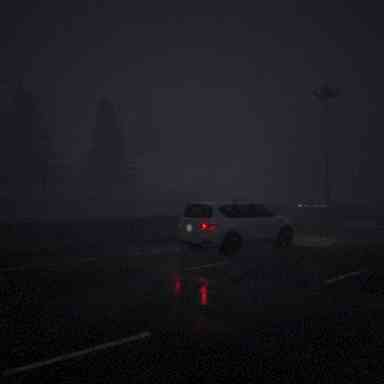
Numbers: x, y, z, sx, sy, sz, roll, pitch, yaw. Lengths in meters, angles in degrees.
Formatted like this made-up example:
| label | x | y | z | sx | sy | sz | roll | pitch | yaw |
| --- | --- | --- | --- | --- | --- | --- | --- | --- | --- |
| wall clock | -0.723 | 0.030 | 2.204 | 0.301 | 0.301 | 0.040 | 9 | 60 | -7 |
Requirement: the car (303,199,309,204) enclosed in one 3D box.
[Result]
| label | x | y | z | sx | sy | sz | roll | pitch | yaw |
| --- | --- | --- | --- | --- | --- | --- | --- | --- | --- |
| car | 27.489 | 2.336 | 81.108 | 1.895 | 1.301 | 4.718 | -1 | -1 | 23 |

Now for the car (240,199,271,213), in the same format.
| label | x | y | z | sx | sy | sz | roll | pitch | yaw |
| --- | --- | --- | --- | --- | --- | --- | --- | --- | --- |
| car | 8.630 | 1.834 | 44.871 | 2.097 | 1.767 | 4.553 | -1 | -1 | 41 |

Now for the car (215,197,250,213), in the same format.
| label | x | y | z | sx | sy | sz | roll | pitch | yaw |
| --- | --- | --- | --- | --- | --- | --- | --- | --- | --- |
| car | 5.772 | 1.751 | 46.872 | 2.150 | 2.045 | 5.566 | -1 | -1 | 42 |

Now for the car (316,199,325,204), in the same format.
| label | x | y | z | sx | sy | sz | roll | pitch | yaw |
| --- | --- | --- | --- | --- | --- | --- | --- | --- | --- |
| car | 30.728 | 2.286 | 79.784 | 1.895 | 1.301 | 4.718 | -1 | -1 | 23 |

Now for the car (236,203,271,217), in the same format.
| label | x | y | z | sx | sy | sz | roll | pitch | yaw |
| --- | --- | --- | --- | --- | --- | --- | --- | --- | --- |
| car | 7.063 | 1.975 | 37.972 | 1.994 | 1.385 | 4.181 | -1 | -1 | 44 |

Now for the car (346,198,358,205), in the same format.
| label | x | y | z | sx | sy | sz | roll | pitch | yaw |
| --- | --- | --- | --- | --- | --- | --- | --- | --- | --- |
| car | 32.044 | 2.040 | 66.429 | 1.837 | 1.490 | 4.892 | -1 | -1 | 29 |

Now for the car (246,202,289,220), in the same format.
| label | x | y | z | sx | sy | sz | roll | pitch | yaw |
| --- | --- | --- | --- | --- | --- | --- | --- | --- | --- |
| car | 7.712 | 1.855 | 33.621 | 1.837 | 1.490 | 4.892 | -1 | 0 | 45 |

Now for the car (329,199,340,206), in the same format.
| label | x | y | z | sx | sy | sz | roll | pitch | yaw |
| --- | --- | --- | --- | --- | --- | --- | --- | --- | --- |
| car | 29.708 | 2.197 | 69.467 | 1.895 | 1.301 | 4.718 | -1 | -1 | 27 |

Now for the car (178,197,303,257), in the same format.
| label | x | y | z | sx | sy | sz | roll | pitch | yaw |
| --- | --- | --- | --- | --- | --- | --- | --- | --- | --- |
| car | 1.983 | 1.380 | 13.905 | 5.566 | 2.045 | 2.150 | 0 | -1 | -39 |
